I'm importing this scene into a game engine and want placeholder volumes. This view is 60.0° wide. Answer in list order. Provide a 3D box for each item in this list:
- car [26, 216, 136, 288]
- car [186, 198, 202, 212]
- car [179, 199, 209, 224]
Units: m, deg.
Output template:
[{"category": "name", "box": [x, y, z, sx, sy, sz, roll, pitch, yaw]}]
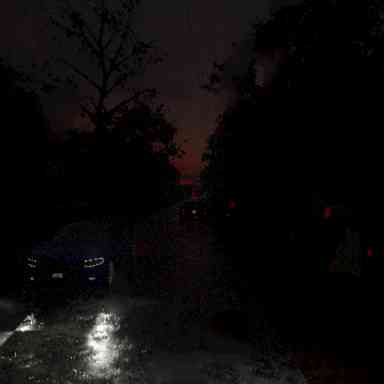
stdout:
[{"category": "car", "box": [-2.841, 1.501, 9.536, 1.882, 1.535, 5.008, 0, 0, 0]}, {"category": "car", "box": [0.241, 1.626, 43.090, 1.882, 1.535, 5.008, 0, 0, 0]}, {"category": "car", "box": [0.152, 1.435, 25.432, 2.097, 1.767, 4.553, 0, 0, 0]}]
